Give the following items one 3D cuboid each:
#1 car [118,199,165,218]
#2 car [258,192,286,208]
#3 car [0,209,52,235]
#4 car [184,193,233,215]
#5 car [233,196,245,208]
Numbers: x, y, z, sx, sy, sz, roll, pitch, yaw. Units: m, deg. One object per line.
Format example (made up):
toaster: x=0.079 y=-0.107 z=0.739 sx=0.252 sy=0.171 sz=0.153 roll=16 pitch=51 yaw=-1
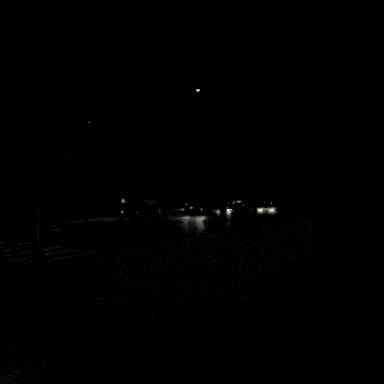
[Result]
car: x=-4.428 y=1.405 z=29.865 sx=2.128 sy=1.511 sz=4.902 roll=0 pitch=0 yaw=35
car: x=11.157 y=1.036 z=46.145 sx=2.150 sy=2.045 sz=5.566 roll=0 pitch=0 yaw=36
car: x=-9.741 y=1.566 z=16.752 sx=1.895 sy=1.301 sz=4.718 roll=0 pitch=0 yaw=35
car: x=1.507 y=1.107 z=32.611 sx=2.150 sy=2.045 sz=5.566 roll=0 pitch=0 yaw=34
car: x=5.180 y=1.348 z=43.391 sx=1.837 sy=1.490 sz=4.892 roll=0 pitch=0 yaw=36
